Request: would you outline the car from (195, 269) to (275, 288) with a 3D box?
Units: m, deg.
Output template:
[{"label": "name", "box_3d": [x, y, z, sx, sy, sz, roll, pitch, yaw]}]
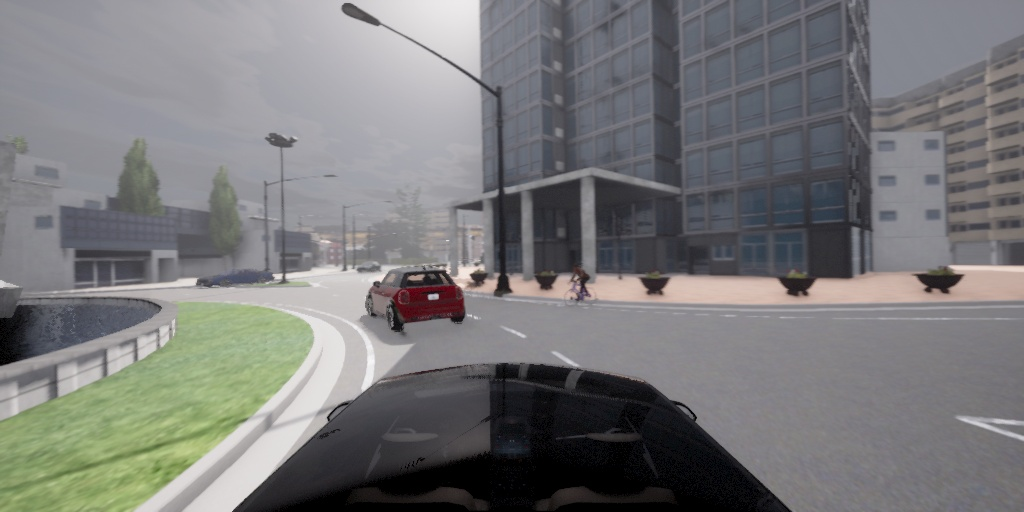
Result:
[{"label": "car", "box_3d": [-22.715, 1.773, 29.755, 2.033, 1.411, 5.357, -1, 0, 18]}]

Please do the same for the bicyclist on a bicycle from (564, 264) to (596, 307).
[{"label": "bicyclist on a bicycle", "box_3d": [2.593, 1.114, 13.707, 1.656, 1.620, 0.582, -1, -4, -32]}]

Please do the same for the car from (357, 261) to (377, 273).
[{"label": "car", "box_3d": [-20.750, 1.527, 52.079, 2.097, 1.767, 4.553, -1, 0, 0]}]

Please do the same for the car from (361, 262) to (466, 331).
[{"label": "car", "box_3d": [-3.286, 1.169, 11.670, 2.097, 1.767, 4.553, -1, 0, -32]}]
